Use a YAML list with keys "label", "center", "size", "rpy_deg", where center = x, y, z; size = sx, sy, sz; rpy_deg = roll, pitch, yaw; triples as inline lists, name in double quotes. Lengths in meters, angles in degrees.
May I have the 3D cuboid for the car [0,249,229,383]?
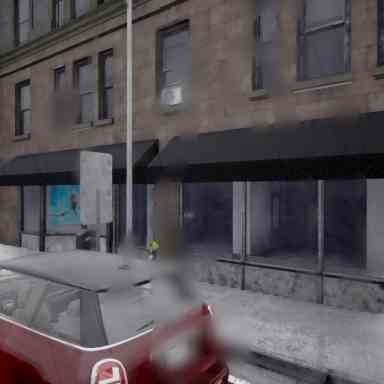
- label: "car"
  center: [-1.699, 1.440, 4.025]
  size: [4.097, 1.590, 1.967]
  rpy_deg: [0, 0, 36]
